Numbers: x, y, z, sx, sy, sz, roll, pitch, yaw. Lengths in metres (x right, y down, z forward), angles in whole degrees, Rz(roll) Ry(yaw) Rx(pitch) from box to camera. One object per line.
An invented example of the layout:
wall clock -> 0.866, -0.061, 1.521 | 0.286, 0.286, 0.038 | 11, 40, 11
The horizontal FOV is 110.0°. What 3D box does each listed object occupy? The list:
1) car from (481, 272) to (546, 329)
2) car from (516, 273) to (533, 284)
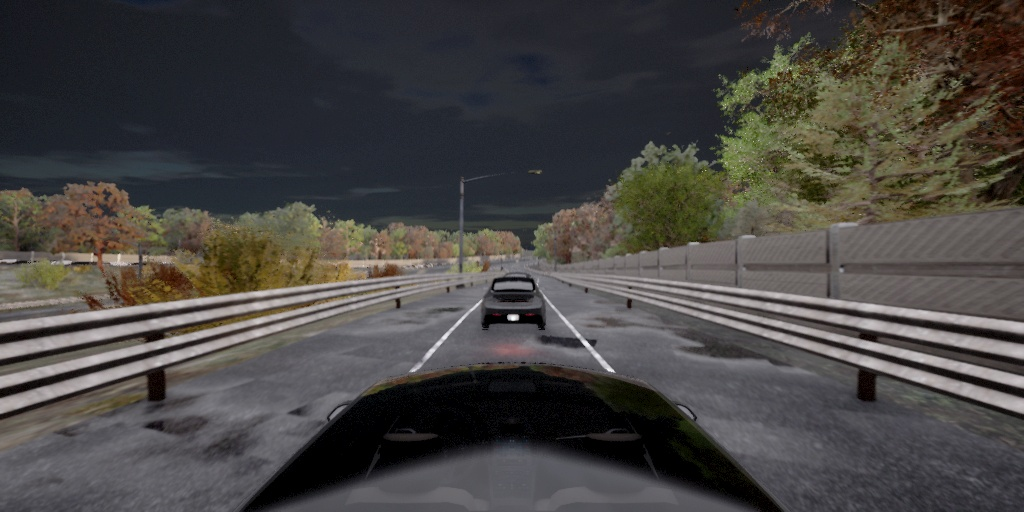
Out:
car -> 0.063, 1.414, 11.804 | 1.837, 1.490, 4.892 | 0, -1, 1
car -> 1.657, 2.815, 45.475 | 1.994, 1.385, 4.181 | 0, -2, 5
